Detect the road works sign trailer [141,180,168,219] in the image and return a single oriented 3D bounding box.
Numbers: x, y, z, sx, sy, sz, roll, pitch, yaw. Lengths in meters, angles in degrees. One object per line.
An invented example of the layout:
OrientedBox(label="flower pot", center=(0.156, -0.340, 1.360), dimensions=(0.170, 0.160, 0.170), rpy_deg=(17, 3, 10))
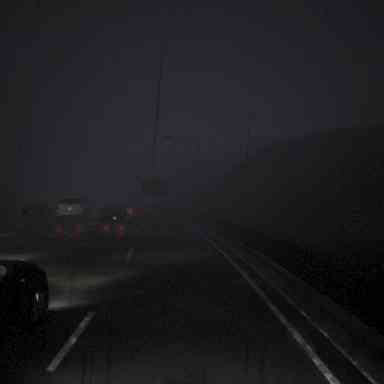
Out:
OrientedBox(label="road works sign trailer", center=(-3.645, 0.635, 31.770), dimensions=(2.380, 3.560, 2.880), rpy_deg=(0, 0, -16))

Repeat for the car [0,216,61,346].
OrientedBox(label="car", center=(-3.568, 1.377, 4.149), dimensions=(2.097, 1.767, 4.553), rpy_deg=(0, 0, -2))

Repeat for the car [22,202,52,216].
OrientedBox(label="car", center=(-14.397, 1.655, 31.092), dimensions=(1.882, 1.535, 5.008), rpy_deg=(0, 0, -14))

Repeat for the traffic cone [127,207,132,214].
OrientedBox(label="traffic cone", center=(-6.956, 2.163, 38.105), dimensions=(0.340, 0.580, 0.340), rpy_deg=(0, 0, -16))

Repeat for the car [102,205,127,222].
OrientedBox(label="car", center=(-6.494, 1.755, 28.145), dimensions=(1.895, 1.301, 4.718), rpy_deg=(0, 0, -12))

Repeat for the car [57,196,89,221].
OrientedBox(label="car", center=(-10.228, 1.383, 28.819), dimensions=(2.150, 2.045, 5.566), rpy_deg=(0, 0, -13))
